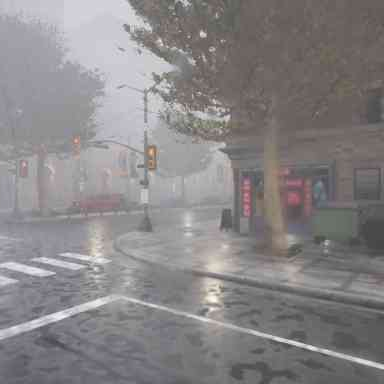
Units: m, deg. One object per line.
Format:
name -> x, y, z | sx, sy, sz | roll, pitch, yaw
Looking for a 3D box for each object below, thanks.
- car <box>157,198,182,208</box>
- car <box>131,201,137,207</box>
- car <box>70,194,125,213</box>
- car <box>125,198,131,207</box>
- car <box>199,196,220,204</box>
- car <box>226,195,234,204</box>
car -> -2.856, 1.526, 46.736 | 1.812, 1.442, 4.674 | 0, 0, 36
car -> -10.209, 1.595, 47.930 | 1.895, 1.301, 4.718 | 0, 0, 36
car -> -10.451, 1.221, 36.239 | 2.150, 2.045, 5.566 | 0, 0, 36
car -> -10.795, 1.221, 41.740 | 2.150, 2.045, 5.566 | 0, 0, 36
car -> 3.221, 1.492, 61.057 | 2.128, 1.511, 4.902 | 0, 0, 36
car -> 8.072, 1.351, 61.743 | 2.097, 1.767, 4.553 | 0, 0, 36
